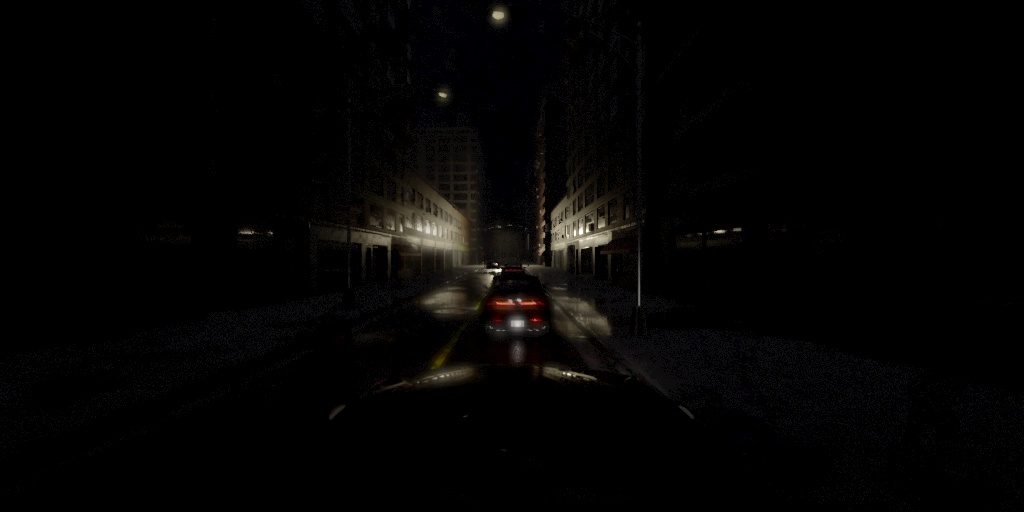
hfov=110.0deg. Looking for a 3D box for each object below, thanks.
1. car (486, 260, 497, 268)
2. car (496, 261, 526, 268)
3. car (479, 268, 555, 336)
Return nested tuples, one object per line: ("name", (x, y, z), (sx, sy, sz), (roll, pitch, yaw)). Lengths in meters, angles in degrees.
("car", (-2.813, 1.328, 52.898), (2.033, 1.411, 5.357), (0, 0, 0))
("car", (0.094, 1.250, 28.168), (2.128, 1.511, 4.902), (0, 0, 0))
("car", (0.105, 1.257, 10.385), (1.837, 1.490, 4.892), (0, 0, 0))
